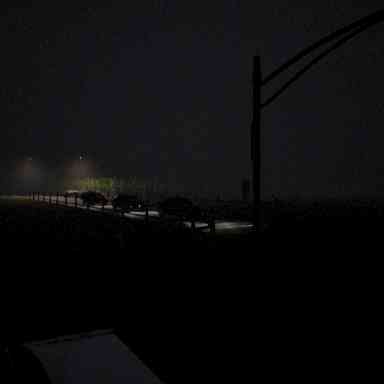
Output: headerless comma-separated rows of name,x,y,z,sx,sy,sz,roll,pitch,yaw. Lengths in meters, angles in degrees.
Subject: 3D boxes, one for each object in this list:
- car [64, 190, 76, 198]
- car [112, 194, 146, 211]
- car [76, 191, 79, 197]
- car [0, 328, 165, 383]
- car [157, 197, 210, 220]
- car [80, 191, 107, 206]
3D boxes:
car,-22.405,0.375,61.745,2.128,1.511,4.902,0,1,-35
car,-6.124,0.970,31.959,1.837,1.490,4.892,0,1,-35
car,-16.483,0.540,53.260,1.882,1.535,5.008,0,1,-35
car,-2.279,1.601,1.451,4.718,1.301,1.895,0,0,-33
car,-0.720,1.114,24.208,1.882,1.535,5.008,0,1,-35
car,-11.737,0.815,40.027,1.812,1.442,4.674,0,1,-35
